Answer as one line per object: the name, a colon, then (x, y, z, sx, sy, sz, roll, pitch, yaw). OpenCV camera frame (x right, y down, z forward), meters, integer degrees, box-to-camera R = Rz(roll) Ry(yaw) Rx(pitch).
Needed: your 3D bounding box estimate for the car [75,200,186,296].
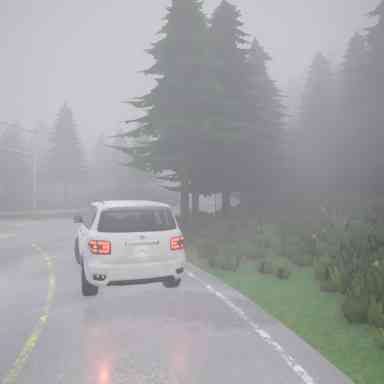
car: (-1.901, 1.221, 8.996, 2.150, 2.045, 5.566, 0, 0, -20)
